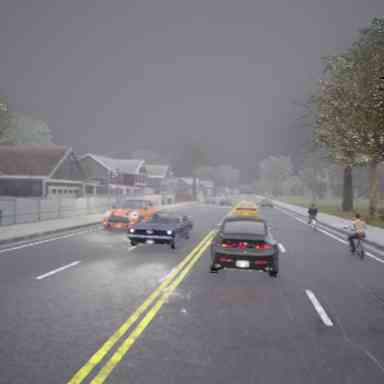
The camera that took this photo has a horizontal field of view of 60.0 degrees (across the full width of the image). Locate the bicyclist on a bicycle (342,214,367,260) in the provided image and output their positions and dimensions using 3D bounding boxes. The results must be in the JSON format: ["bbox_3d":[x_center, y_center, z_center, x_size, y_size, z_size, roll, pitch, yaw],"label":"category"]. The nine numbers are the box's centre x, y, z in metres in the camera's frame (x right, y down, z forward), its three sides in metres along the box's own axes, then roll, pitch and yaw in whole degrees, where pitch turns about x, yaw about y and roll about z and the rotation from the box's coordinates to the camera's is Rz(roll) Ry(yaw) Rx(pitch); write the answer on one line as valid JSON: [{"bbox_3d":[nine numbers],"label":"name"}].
[{"bbox_3d":[6.069,1.596,12.286,0.866,1.612,1.509,2,0,9],"label":"bicyclist on a bicycle"}]

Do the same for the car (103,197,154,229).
[{"bbox_3d":[-3.567,1.229,19.936,2.097,1.767,4.553,2,0,9],"label":"car"}]

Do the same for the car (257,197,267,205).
[{"bbox_3d":[15.180,1.843,72.445,1.882,1.535,5.008,2,0,9],"label":"car"}]

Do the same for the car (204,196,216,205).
[{"bbox_3d":[3.286,1.543,60.637,1.837,1.490,4.892,2,0,10],"label":"car"}]

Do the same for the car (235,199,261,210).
[{"bbox_3d":[4.723,1.585,28.926,1.882,1.535,5.008,2,0,9],"label":"car"}]

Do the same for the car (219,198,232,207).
[{"bbox_3d":[5.599,1.659,54.877,2.033,1.411,5.357,2,0,10],"label":"car"}]

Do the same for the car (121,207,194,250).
[{"bbox_3d":[-1.195,1.550,14.463,1.895,1.301,4.718,2,0,9],"label":"car"}]

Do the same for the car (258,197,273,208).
[{"bbox_3d":[12.415,1.854,55.288,2.033,1.411,5.357,2,0,9],"label":"car"}]

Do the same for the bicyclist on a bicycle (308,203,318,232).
[{"bbox_3d":[7.440,1.562,20.614,0.659,1.776,1.843,2,0,9],"label":"bicyclist on a bicycle"}]

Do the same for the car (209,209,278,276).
[{"bbox_3d":[1.664,1.540,10.615,1.837,1.490,4.892,2,0,9],"label":"car"}]
